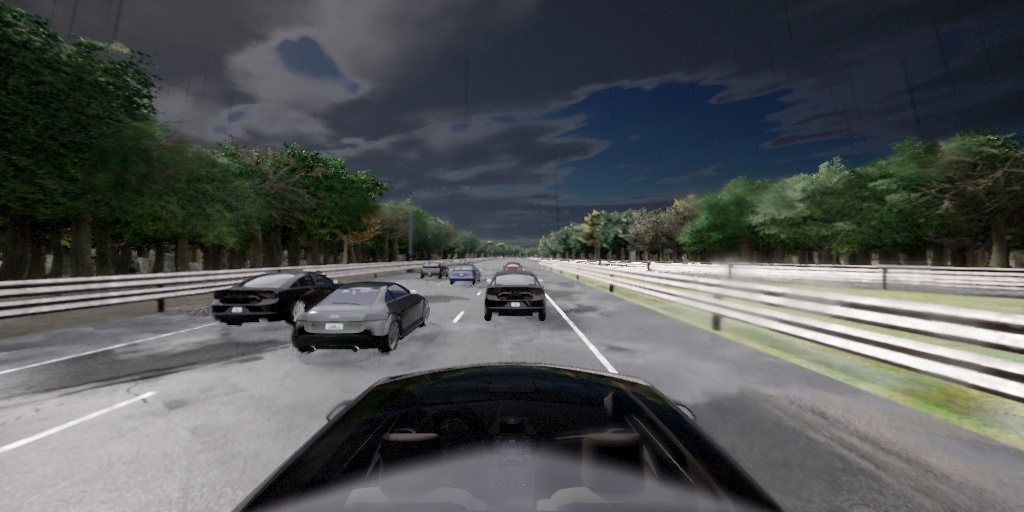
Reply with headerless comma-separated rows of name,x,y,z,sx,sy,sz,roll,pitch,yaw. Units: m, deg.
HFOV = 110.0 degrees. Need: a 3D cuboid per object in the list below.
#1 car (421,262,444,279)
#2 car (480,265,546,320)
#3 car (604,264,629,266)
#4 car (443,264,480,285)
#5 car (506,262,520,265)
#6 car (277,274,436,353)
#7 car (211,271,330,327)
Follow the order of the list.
car,-6.899,1.275,32.461,2.128,1.511,4.902,0,0,0
car,0.101,1.233,12.679,1.882,1.535,5.008,0,0,0
car,16.163,1.540,55.605,1.895,1.301,4.718,0,0,-16
car,-3.395,1.319,26.613,2.033,1.411,5.357,0,0,0
car,0.102,1.309,33.613,1.812,1.442,4.674,0,0,0
car,-3.401,1.317,8.858,1.994,1.385,4.181,0,0,0
car,-6.900,1.199,11.474,1.882,1.535,5.008,0,0,0
